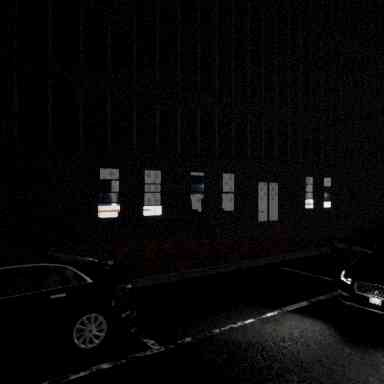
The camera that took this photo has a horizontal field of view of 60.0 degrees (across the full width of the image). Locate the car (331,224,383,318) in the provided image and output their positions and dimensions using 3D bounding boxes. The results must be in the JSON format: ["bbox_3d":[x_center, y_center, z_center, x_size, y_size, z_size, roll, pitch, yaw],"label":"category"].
[{"bbox_3d":[4.928,1.505,6.747,4.892,1.490,1.837,0,0,-35],"label":"car"}]

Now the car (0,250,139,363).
[{"bbox_3d":[-2.883,1.551,4.504,4.403,1.369,2.008,0,0,-35],"label":"car"}]

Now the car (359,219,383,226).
[{"bbox_3d":[6.402,1.582,11.092,4.206,1.307,1.802,0,0,-35],"label":"car"}]
